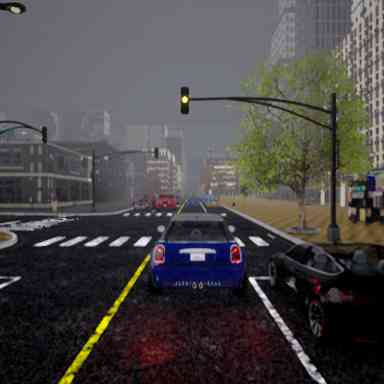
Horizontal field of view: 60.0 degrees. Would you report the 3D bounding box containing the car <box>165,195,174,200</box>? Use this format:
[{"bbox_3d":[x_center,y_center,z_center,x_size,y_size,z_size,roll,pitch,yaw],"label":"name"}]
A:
[{"bbox_3d":[-5.538,1.358,83.095,2.008,1.369,4.403,0,0,0],"label":"car"}]

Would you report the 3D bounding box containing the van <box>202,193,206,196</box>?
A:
[{"bbox_3d":[2.784,1.224,49.776,1.690,1.788,3.998,0,0,0],"label":"van"}]

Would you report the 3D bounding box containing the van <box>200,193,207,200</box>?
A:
[{"bbox_3d":[2.844,1.149,83.082,1.690,1.788,3.998,0,0,0],"label":"van"}]

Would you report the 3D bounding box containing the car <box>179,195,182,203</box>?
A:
[{"bbox_3d":[-2.977,1.398,54.326,1.812,1.442,4.674,0,0,0],"label":"car"}]

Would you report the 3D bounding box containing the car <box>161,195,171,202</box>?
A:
[{"bbox_3d":[-5.558,1.358,71.823,1.752,1.417,4.829,0,0,0],"label":"car"}]

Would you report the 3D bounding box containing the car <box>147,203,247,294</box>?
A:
[{"bbox_3d":[0.116,1.331,8.864,2.097,1.767,4.553,0,0,0],"label":"car"}]

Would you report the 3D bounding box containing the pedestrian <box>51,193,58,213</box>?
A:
[{"bbox_3d":[-12.695,0.965,30.703,0.375,1.860,0.375,0,-1,-1],"label":"pedestrian"}]

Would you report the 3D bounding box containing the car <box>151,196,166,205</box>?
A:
[{"bbox_3d":[-5.588,1.421,55.340,2.008,1.369,4.403,0,0,0],"label":"car"}]

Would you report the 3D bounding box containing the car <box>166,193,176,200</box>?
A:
[{"bbox_3d":[-5.527,1.110,88.645,2.192,1.841,5.009,0,0,0],"label":"car"}]

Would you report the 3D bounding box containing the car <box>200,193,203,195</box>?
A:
[{"bbox_3d":[2.802,1.409,60.878,2.008,1.369,4.403,0,0,0],"label":"car"}]

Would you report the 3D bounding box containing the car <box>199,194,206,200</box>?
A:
[{"bbox_3d":[2.854,1.320,88.803,1.752,1.417,4.829,0,0,0],"label":"car"}]

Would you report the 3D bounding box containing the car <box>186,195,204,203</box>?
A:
[{"bbox_3d":[0.180,1.441,45.302,2.033,1.411,5.357,0,0,0],"label":"car"}]

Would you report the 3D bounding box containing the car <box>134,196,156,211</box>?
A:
[{"bbox_3d":[-5.618,1.491,38.687,1.802,1.307,4.206,0,0,0],"label":"car"}]

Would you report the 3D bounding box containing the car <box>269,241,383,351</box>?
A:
[{"bbox_3d":[2.704,1.551,6.196,1.947,1.339,4.313,0,0,0],"label":"car"}]

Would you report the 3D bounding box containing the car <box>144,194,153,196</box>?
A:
[{"bbox_3d":[-5.607,1.211,44.237,2.192,1.841,5.009,0,0,0],"label":"car"}]

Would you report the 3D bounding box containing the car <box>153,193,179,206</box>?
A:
[{"bbox_3d":[-3.019,1.124,39.827,2.150,2.045,5.566,0,1,0],"label":"car"}]

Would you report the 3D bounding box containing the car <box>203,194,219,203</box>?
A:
[{"bbox_3d":[2.773,1.421,44.395,1.752,1.417,4.829,0,0,0],"label":"car"}]
